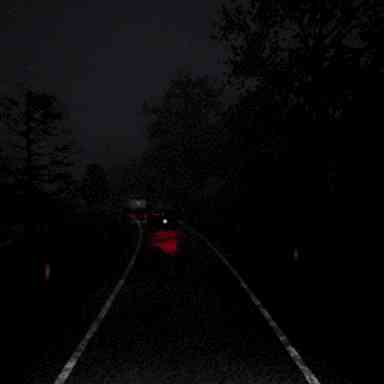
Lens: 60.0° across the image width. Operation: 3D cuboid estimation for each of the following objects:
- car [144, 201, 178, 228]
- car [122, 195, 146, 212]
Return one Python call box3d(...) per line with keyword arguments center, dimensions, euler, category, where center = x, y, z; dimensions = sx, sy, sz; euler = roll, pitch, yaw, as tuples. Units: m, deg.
box3d(center=(-2.081, 1.547, 22.715), dimensions=(1.837, 1.490, 4.892), euler=(0, 0, -10), category="car")
box3d(center=(-7.119, 1.349, 40.772), dimensions=(2.150, 2.045, 5.566), euler=(-1, 0, -21), category="car")
